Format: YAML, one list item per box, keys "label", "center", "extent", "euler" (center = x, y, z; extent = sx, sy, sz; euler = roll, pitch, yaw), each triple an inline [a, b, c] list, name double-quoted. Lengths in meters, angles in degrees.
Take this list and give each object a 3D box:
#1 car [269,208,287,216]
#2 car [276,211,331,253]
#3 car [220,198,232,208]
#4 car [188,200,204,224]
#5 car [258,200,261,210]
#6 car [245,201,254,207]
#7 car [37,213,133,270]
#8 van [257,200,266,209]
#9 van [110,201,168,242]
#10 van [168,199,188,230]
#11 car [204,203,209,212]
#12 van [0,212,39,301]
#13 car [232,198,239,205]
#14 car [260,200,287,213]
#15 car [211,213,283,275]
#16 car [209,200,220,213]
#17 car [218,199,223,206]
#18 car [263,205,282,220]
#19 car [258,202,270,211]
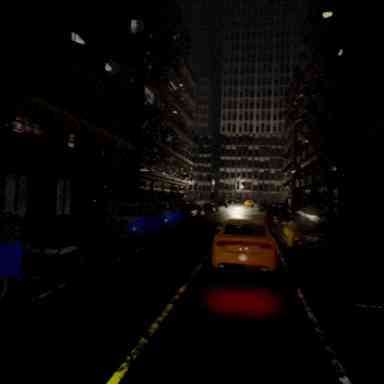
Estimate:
- label: "car"
  center: [6.054, 1.955, 20.737]
  extent: [1.887, 1.381, 4.507]
  euler: [2, -1, 10]
- label: "car"
  center: [5.109, 1.849, 15.350]
  extent: [1.752, 1.417, 4.829]
  euler: [2, -1, 10]
- label: "car"
  center: [6.119, 2.197, 66.543]
  extent: [2.192, 1.841, 5.009]
  euler: [2, -1, 10]
- label: "car"
  center: [-0.716, 1.552, 27.660]
  extent: [2.192, 1.841, 5.009]
  euler: [2, -1, 10]
- label: "car"
  center: [11.943, 2.487, 54.231]
  extent: [1.752, 1.417, 4.829]
  euler: [2, -1, 10]
- label: "car"
  center: [13.421, 2.735, 77.684]
  extent: [1.882, 1.535, 5.008]
  euler: [2, -1, 6]
- label: "car"
  center: [-3.656, 1.549, 10.994]
  extent: [1.802, 1.307, 4.206]
  euler: [2, 0, 10]
- label: "van"
  center: [14.850, 2.581, 70.728]
  extent: [1.690, 1.788, 3.998]
  euler: [2, -1, 10]
- label: "van"
  center: [-2.670, 1.398, 16.551]
  extent: [1.690, 1.788, 3.998]
  euler: [2, -1, 10]
- label: "van"
  center: [-1.693, 1.488, 22.105]
  extent: [1.690, 1.788, 3.998]
  euler: [2, -1, 10]
- label: "car"
  center: [0.250, 1.910, 33.213]
  extent: [1.802, 1.307, 4.206]
  euler: [2, -1, 10]
- label: "van"
  center: [-4.623, 1.219, 5.442]
  extent: [1.690, 1.788, 3.998]
  euler: [2, 0, 10]
- label: "car"
  center: [9.971, 2.359, 87.227]
  extent: [4.553, 1.767, 2.097]
  euler: [2, -1, 39]
- label: "car"
  center: [8.017, 1.907, 31.848]
  extent: [2.192, 1.841, 5.009]
  euler: [2, -1, 10]
- label: "car"
  center: [1.794, 1.651, 11.303]
  extent: [1.882, 1.535, 5.008]
  euler: [2, -1, 10]
- label: "car"
  center: [2.202, 2.092, 44.322]
  extent: [1.802, 1.307, 4.206]
  euler: [2, -1, 10]
- label: "car"
  center: [3.152, 2.125, 49.709]
  extent: [1.752, 1.417, 4.829]
  euler: [2, -1, 10]
- label: "car"
  center: [9.014, 2.211, 37.568]
  extent: [1.752, 1.417, 4.829]
  euler: [2, -1, 10]
- label: "car"
  center: [12.919, 2.580, 59.785]
  extent: [1.752, 1.417, 4.829]
  euler: [2, -1, 10]
